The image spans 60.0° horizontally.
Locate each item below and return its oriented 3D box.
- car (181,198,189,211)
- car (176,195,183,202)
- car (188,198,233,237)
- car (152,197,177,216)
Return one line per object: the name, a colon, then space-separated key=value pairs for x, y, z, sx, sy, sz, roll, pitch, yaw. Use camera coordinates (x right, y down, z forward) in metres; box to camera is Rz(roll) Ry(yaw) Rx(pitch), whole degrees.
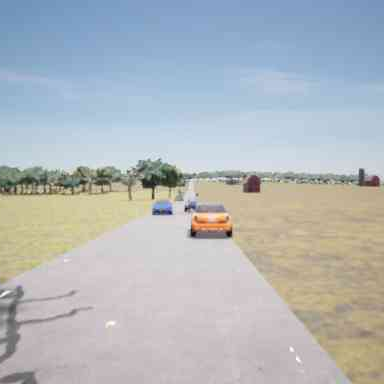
car: x=0.031 y=1.663 z=40.870 sx=1.895 sy=1.301 sz=4.718 roll=0 pitch=0 yaw=1
car: x=-2.760 y=1.413 z=73.763 sx=2.097 sy=1.767 sz=4.553 roll=0 pitch=0 yaw=0
car: x=0.959 y=1.353 z=18.290 sx=2.097 sy=1.767 sz=4.553 roll=0 pitch=0 yaw=0
car: x=-2.849 y=1.508 z=33.036 sx=1.882 sy=1.535 sz=5.008 roll=0 pitch=0 yaw=0
